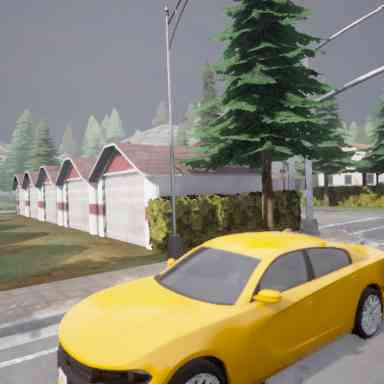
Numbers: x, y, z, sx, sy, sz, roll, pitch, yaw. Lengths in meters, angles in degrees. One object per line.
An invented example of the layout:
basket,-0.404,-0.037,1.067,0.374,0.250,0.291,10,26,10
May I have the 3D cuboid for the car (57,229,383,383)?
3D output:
car,0.803,1.363,4.581,5.008,1.535,1.882,-3,2,-36
